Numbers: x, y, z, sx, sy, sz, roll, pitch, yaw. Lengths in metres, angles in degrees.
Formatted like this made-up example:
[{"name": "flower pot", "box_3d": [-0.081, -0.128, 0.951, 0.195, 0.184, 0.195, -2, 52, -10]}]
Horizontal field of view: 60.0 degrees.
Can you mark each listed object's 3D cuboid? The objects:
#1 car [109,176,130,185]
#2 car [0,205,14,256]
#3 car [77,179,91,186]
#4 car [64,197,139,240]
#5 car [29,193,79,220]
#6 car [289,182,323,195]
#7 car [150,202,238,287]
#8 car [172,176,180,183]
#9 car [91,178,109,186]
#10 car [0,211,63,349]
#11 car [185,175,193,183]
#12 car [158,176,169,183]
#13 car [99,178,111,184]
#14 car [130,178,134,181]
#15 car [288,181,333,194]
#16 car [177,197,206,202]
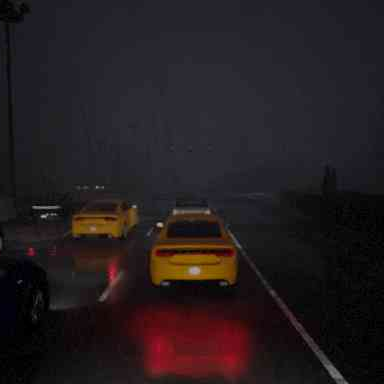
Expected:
[{"name": "car", "box_3d": [-14.564, -2.266, 67.043, 2.150, 2.045, 5.566, 0, 4, 0]}, {"name": "car", "box_3d": [-6.964, 1.292, 8.742, 1.882, 1.535, 5.008, 0, 2, 0]}, {"name": "car", "box_3d": [-21.562, -1.885, 66.900, 1.895, 1.301, 4.718, 0, 3, 0]}, {"name": "car", "box_3d": [-3.508, 1.014, 14.243, 1.882, 1.535, 5.008, 0, 3, 0]}, {"name": "car", "box_3d": [-7.040, 0.806, 18.150, 2.128, 1.511, 4.902, 0, 3, -1]}, {"name": "car", "box_3d": [13.722, -0.361, 38.419, 5.008, 1.535, 1.882, 0, 3, 1]}, {"name": "car", "box_3d": [0.035, 1.285, 8.923, 1.882, 1.535, 5.008, 0, 2, 0]}, {"name": "car", "box_3d": [-4.231, -3.144, 86.590, 1.882, 1.535, 5.008, 0, 3, 0]}, {"name": "car", "box_3d": [-18.062, -1.958, 66.956, 2.128, 1.511, 4.902, 0, 3, 0]}, {"name": "car", "box_3d": [-3.427, 1.308, 3.764, 2.097, 1.767, 4.553, 0, 1, 0]}, {"name": "car", "box_3d": [-0.731, -3.081, 86.624, 2.033, 1.411, 5.357, 0, 3, 0]}, {"name": "car", "box_3d": [-7.731, -3.093, 86.563, 2.128, 1.511, 4.902, 0, 3, 0]}, {"name": "car", "box_3d": [-21.702, -2.862, 83.164, 1.994, 1.385, 4.181, 0, 3, 0]}, {"name": "car", "box_3d": [-14.702, -2.821, 83.214, 1.895, 1.301, 4.718, 0, 3, 0]}, {"name": "car", "box_3d": [14.842, -0.547, 41.894, 4.902, 1.511, 2.128, 0, 3, 2]}, {"name": "car", "box_3d": [-0.039, 0.914, 18.291, 1.895, 1.301, 4.718, 0, 3, -1]}]
